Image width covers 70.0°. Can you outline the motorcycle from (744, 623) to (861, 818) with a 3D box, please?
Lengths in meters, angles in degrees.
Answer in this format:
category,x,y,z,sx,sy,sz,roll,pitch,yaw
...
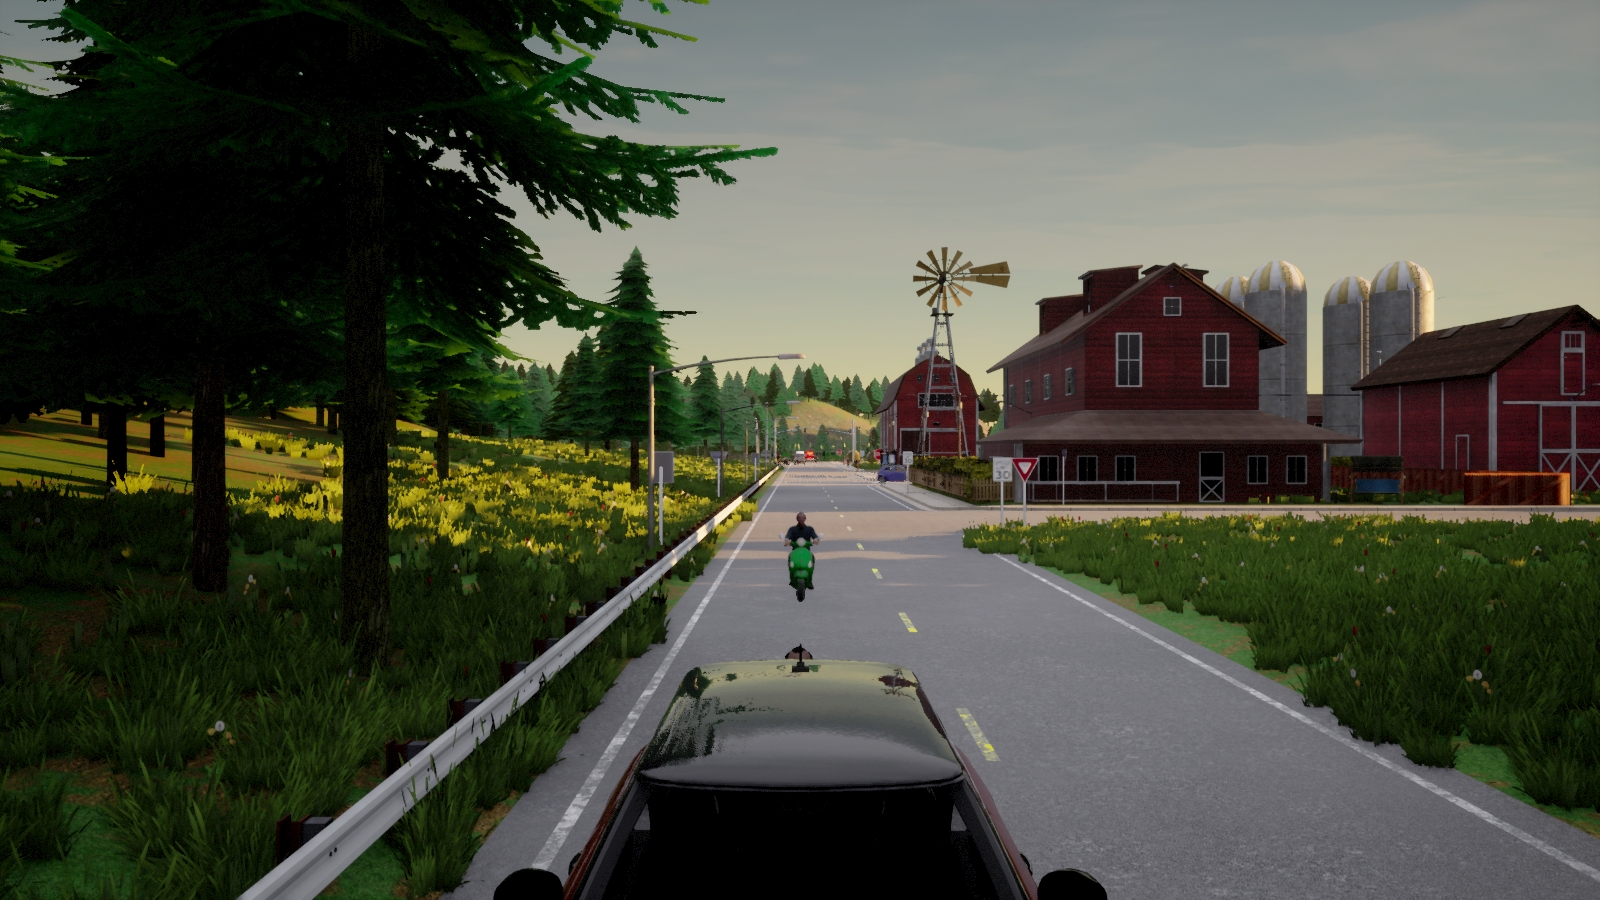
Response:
category,x,y,z,sx,sy,sz,roll,pitch,yaw
motorcycle,0.013,2.231,9.841,0.867,1.251,2.209,-1,-3,0

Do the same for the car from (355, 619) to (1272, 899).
category,x,y,z,sx,sy,sz,roll,pitch,yaw
car,0.032,1.899,4.503,2.097,1.767,4.553,0,0,0
